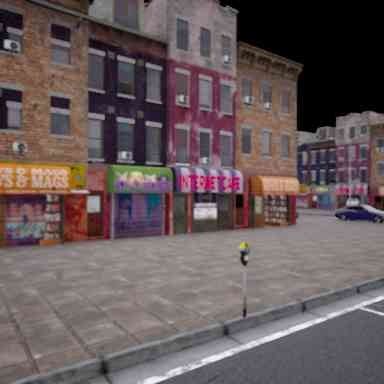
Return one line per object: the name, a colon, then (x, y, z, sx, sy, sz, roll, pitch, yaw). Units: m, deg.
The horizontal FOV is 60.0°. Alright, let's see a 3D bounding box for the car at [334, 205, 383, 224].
car: (14.221, 1.804, 27.628, 1.812, 1.442, 4.674, 1, 0, -35)
